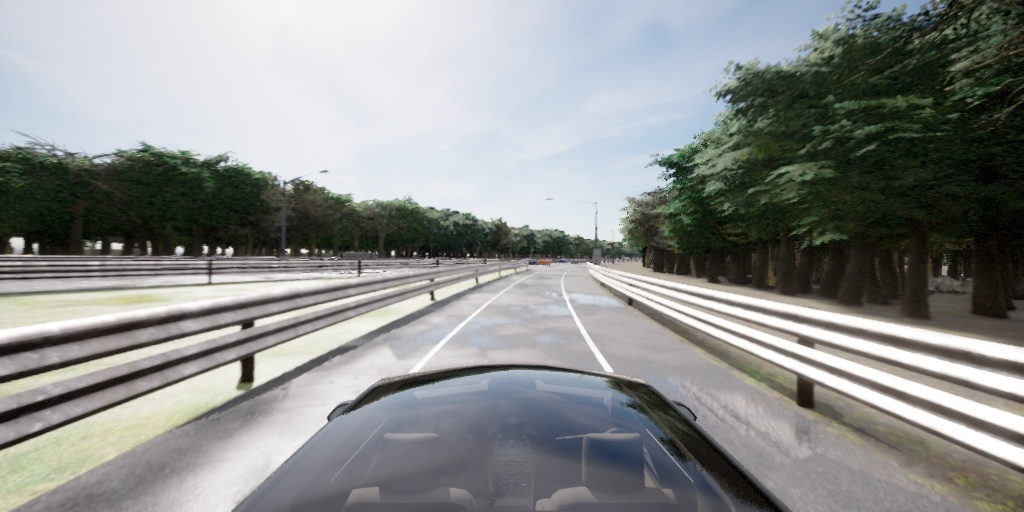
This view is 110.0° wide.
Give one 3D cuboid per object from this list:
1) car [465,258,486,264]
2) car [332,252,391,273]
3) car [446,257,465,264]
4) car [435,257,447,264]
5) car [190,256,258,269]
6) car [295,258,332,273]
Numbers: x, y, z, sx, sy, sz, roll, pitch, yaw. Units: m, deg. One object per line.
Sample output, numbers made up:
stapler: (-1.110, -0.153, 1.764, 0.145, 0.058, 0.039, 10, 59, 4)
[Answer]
car: (-4.938, 1.127, 57.377, 1.882, 1.535, 5.008, 1, 0, 26)
car: (-14.993, 0.649, 36.727, 2.150, 2.045, 5.566, 1, 0, 26)
car: (-8.106, 1.084, 58.861, 1.882, 1.535, 5.008, 1, 0, 26)
car: (-11.274, 0.913, 60.345, 2.097, 1.767, 4.553, 1, 0, 26)
car: (-25.243, 0.751, 31.671, 2.128, 1.511, 4.902, 1, 0, 26)
car: (-19.035, 0.916, 36.425, 2.033, 1.411, 5.357, 1, 0, 26)
